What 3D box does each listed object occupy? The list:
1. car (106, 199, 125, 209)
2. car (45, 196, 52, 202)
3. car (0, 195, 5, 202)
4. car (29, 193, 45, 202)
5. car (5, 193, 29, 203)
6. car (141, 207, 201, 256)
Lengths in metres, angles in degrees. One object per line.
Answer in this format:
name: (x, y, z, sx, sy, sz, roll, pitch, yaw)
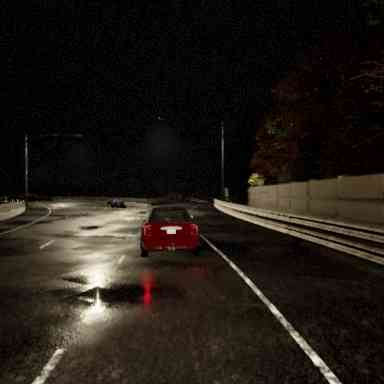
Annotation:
car: (-11.011, 1.636, 47.855, 1.994, 1.385, 4.181, 0, 0, -25)
car: (-36.627, 1.689, 82.903, 4.892, 1.490, 1.837, 0, 0, 41)
car: (-47.007, 1.598, 82.630, 4.553, 1.767, 2.097, 0, 0, 38)
car: (-38.283, 1.425, 79.687, 5.566, 2.045, 2.150, 0, 0, 41)
car: (-40.523, 1.425, 76.981, 5.566, 2.045, 2.150, 0, 0, 41)
car: (-0.971, 1.361, 13.347, 2.097, 1.767, 4.553, 0, 0, -7)
